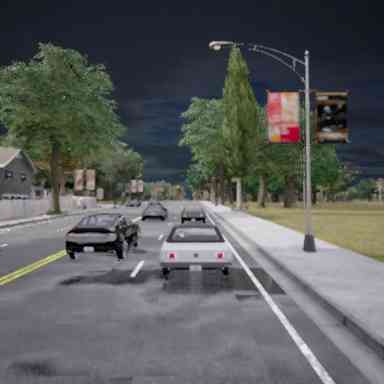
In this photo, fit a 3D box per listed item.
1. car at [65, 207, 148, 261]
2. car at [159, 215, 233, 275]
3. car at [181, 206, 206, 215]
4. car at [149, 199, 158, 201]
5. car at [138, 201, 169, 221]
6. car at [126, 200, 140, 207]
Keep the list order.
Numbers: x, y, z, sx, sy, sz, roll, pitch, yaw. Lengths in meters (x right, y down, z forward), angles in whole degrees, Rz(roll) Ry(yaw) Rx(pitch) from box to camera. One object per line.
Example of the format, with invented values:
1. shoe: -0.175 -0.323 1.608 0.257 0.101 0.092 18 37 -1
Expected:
1. car: -3.150 1.550 12.577 2.128 1.511 4.902 0 0 0
2. car: 0.095 1.649 10.629 1.895 1.301 4.718 0 0 0
3. car: 0.105 1.744 26.276 1.895 1.301 4.718 0 0 0
4. car: -6.485 1.946 56.030 1.837 1.490 4.892 0 -1 0
5. car: -3.145 1.726 28.941 1.994 1.385 4.181 0 0 0
6. car: -9.735 1.991 56.030 1.994 1.385 4.181 0 -1 0
